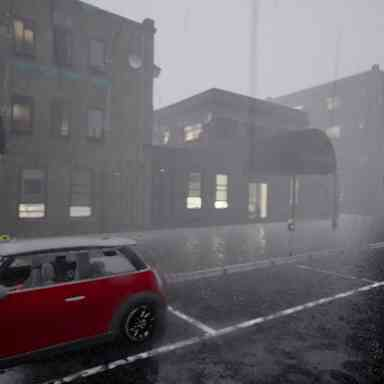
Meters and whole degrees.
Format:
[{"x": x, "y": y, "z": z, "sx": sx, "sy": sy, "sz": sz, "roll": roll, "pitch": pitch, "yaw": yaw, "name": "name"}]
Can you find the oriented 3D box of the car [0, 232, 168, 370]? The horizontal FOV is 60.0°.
[{"x": -2.468, "y": 1.448, "z": 4.788, "sx": 4.097, "sy": 1.590, "sz": 1.967, "roll": 1, "pitch": 0, "yaw": -35, "name": "car"}]
